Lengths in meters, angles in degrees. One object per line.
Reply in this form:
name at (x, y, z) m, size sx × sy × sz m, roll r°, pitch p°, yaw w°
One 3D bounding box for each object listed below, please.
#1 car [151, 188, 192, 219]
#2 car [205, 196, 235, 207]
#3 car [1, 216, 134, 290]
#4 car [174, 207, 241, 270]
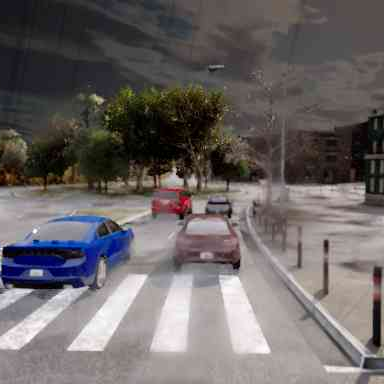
car at (-1.339, 0.738, 23.822) m, size 2.150 × 2.045 × 5.566 m, roll 1°, pitch 2°, yaw 8°
car at (2.060, 1.004, 24.389) m, size 2.128 × 1.511 × 4.902 m, roll 1°, pitch 3°, yaw 9°
car at (-2.866, 1.362, 8.839) m, size 1.882 × 1.535 × 5.008 m, roll 0°, pitch 1°, yaw 3°
car at (0.494, 1.402, 10.511) m, size 1.812 × 1.442 × 4.674 m, roll 0°, pitch 0°, yaw 3°
